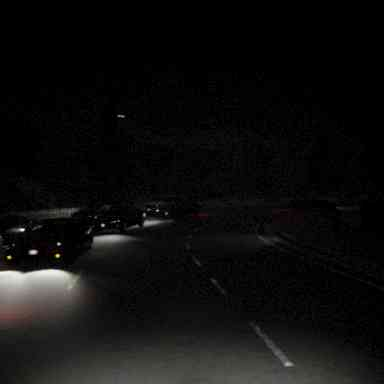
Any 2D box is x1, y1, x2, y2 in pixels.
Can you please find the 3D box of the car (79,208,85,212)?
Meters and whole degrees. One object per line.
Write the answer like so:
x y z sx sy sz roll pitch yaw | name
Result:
-7.090 1.682 25.023 2.128 1.511 4.902 -1 0 18 | car

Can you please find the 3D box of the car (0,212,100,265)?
-4.985 1.679 12.211 1.994 1.385 4.181 -1 0 -3 | car

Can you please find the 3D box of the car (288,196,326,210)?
13.789 1.272 39.738 5.008 1.535 1.882 -1 0 -27 | car

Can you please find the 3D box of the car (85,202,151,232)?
-4.498 1.632 21.160 1.837 1.490 4.892 -1 0 13 | car

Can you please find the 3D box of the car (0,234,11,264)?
-3.980 1.564 3.355 2.128 1.511 4.902 -1 0 -8 | car

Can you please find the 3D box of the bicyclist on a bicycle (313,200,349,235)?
6.415 1.187 15.404 1.656 1.620 0.582 -1 0 1 | bicyclist on a bicycle

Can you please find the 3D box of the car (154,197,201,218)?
-0.942 1.568 30.587 2.128 1.511 4.902 -1 0 31 | car

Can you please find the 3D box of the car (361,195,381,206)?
22.570 1.089 39.228 5.008 1.535 1.882 -1 0 -9 | car

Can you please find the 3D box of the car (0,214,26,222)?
-8.626 1.745 15.033 2.033 1.411 5.357 -1 0 0 | car

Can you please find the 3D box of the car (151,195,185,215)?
-2.621 1.342 34.508 2.150 2.045 5.566 -1 0 35 | car

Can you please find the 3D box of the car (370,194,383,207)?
26.055 1.027 43.170 5.008 1.535 1.882 -1 0 -10 | car
